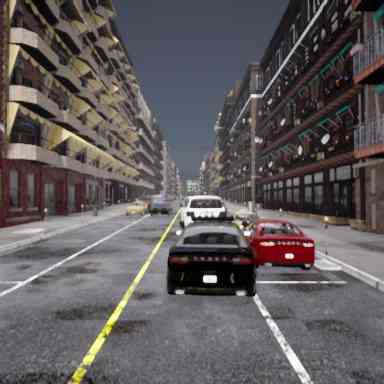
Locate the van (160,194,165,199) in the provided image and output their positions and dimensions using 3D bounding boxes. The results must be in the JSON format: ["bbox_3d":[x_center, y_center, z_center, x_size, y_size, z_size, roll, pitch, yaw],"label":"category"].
[{"bbox_3d":[-5.437,1.402,49.695,1.690,1.788,3.998,2,0,0],"label":"van"}]

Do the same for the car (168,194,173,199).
[{"bbox_3d":[-5.487,1.427,66.287,2.192,1.841,5.009,1,0,0],"label":"car"}]

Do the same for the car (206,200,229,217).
[{"bbox_3d":[2.487,1.574,33.064,1.887,1.381,4.507,1,0,0],"label":"car"}]

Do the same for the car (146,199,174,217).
[{"bbox_3d":[-2.945,1.628,32.298,1.895,1.301,4.718,0,0,0],"label":"car"}]

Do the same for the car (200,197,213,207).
[{"bbox_3d":[2.421,1.621,55.188,1.887,1.381,4.507,1,0,0],"label":"car"}]

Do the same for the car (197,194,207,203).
[{"bbox_3d":[2.327,1.465,77.312,2.192,1.841,5.009,1,0,0],"label":"car"}]

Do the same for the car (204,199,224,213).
[{"bbox_3d":[2.470,1.589,38.596,2.008,1.369,4.403,1,0,0],"label":"car"}]

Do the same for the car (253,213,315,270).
[{"bbox_3d":[2.552,1.548,10.942,1.887,1.381,4.507,1,0,0],"label":"car"}]

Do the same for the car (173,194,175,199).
[{"bbox_3d":[-5.503,1.446,71.817,2.192,1.841,5.009,1,0,0],"label":"car"}]

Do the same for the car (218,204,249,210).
[{"bbox_3d":[2.536,1.532,16.644,1.752,1.417,4.829,1,0,0],"label":"car"}]

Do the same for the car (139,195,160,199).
[{"bbox_3d":[-5.404,1.353,38.636,2.192,1.841,5.009,2,0,0],"label":"car"}]

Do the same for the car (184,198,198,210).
[{"bbox_3d":[-0.129,1.557,45.620,1.837,1.490,4.892,0,0,0],"label":"car"}]

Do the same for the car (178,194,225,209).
[{"bbox_3d":[0.517,1.232,18.577,2.150,2.045,5.566,0,0,-4],"label":"car"}]

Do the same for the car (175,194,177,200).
[{"bbox_3d":[-5.542,1.739,82.879,1.947,1.339,4.313,1,0,0],"label":"car"}]

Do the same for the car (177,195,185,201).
[{"bbox_3d":[-3.026,1.711,93.052,2.128,1.511,4.902,0,0,0],"label":"car"}]

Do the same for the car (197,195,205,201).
[{"bbox_3d":[2.290,1.637,88.375,1.967,1.590,4.097,1,0,0],"label":"car"}]

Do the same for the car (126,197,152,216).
[{"bbox_3d":[-5.393,1.554,32.934,1.752,1.417,4.829,2,0,0],"label":"car"}]

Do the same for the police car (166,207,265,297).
[{"bbox_3d":[0.547,1.428,8.789,1.930,1.638,5.238,0,0,5],"label":"police car"}]

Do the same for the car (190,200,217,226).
[{"bbox_3d":[0.752,1.471,24.799,1.801,1.575,5.366,0,0,0],"label":"car"}]

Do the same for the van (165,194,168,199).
[{"bbox_3d":[-5.455,1.418,55.227,1.690,1.788,3.998,1,0,0],"label":"van"}]

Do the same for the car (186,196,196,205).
[{"bbox_3d":[-0.177,1.569,60.152,1.882,1.535,5.008,0,0,0],"label":"car"}]
